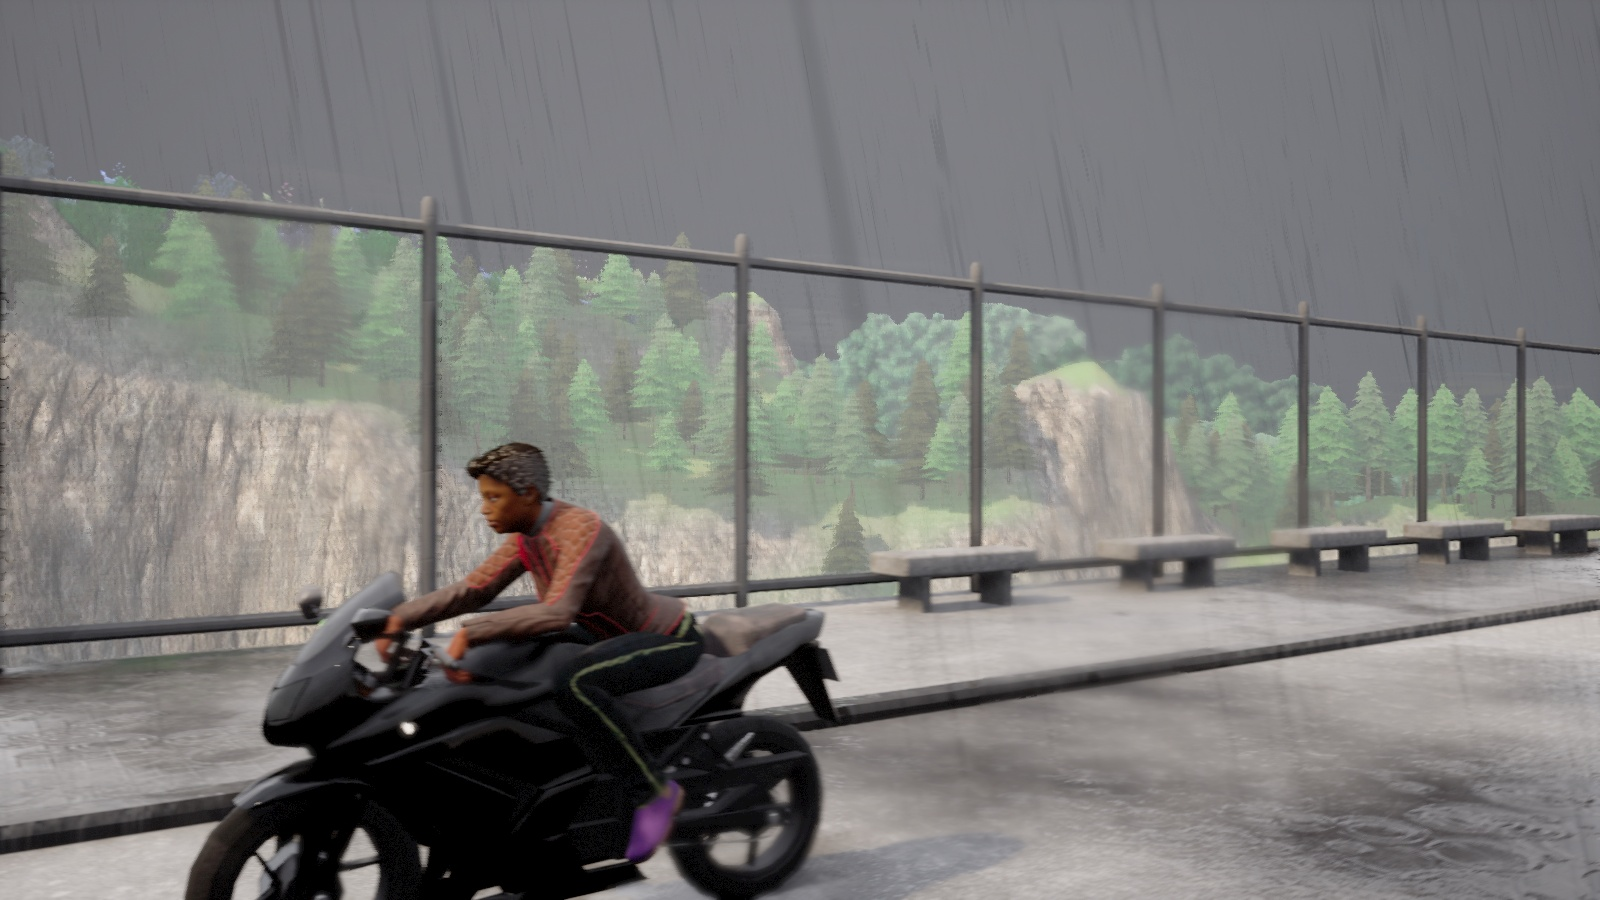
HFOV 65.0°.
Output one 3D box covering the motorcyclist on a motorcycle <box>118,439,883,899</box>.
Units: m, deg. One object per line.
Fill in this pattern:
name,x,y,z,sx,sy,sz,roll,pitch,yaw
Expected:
motorcyclist on a motorcycle,-0.806,0.738,3.707,2.044,1.523,0.797,0,0,-35
